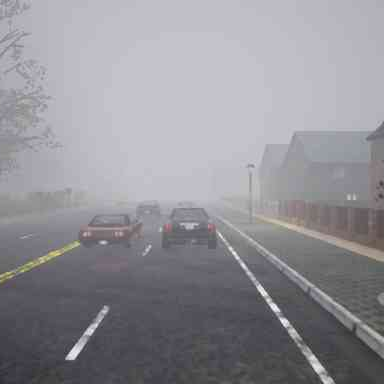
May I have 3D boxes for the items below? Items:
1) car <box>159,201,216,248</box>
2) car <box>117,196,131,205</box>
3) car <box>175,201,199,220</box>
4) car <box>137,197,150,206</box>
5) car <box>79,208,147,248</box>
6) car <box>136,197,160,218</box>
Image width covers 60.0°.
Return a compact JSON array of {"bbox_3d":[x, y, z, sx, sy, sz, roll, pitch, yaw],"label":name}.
[{"bbox_3d":[-0.125,1.359,14.735,2.097,1.767,4.553,0,0,-1],"label":"car"},{"bbox_3d":[-11.530,1.490,56.475,1.882,1.535,5.008,0,0,-4],"label":"car"},{"bbox_3d":[-0.497,1.549,29.845,2.033,1.411,5.357,0,0,-2],"label":"car"},{"bbox_3d":[-8.286,1.534,56.677,1.812,1.442,4.674,0,0,-4],"label":"car"},{"bbox_3d":[-3.374,1.610,14.742,1.895,1.301,4.718,0,0,-1],"label":"car"},{"bbox_3d":[-3.746,1.473,29.739,1.882,1.535,5.008,0,0,-2],"label":"car"}]
